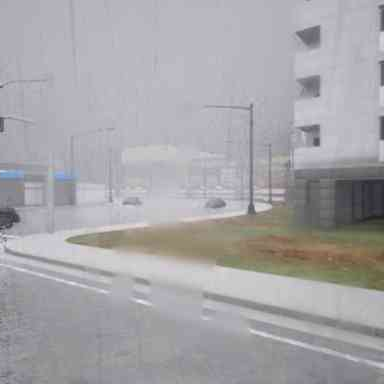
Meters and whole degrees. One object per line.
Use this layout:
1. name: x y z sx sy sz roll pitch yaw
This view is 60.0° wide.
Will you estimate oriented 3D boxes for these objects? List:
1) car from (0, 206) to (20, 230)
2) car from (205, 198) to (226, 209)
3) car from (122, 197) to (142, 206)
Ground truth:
1. car: -12.537 1.165 18.242 2.150 2.045 5.566 0 0 37
2. car: 3.169 1.506 44.136 1.994 1.385 4.181 0 0 18
3. car: -9.298 1.470 51.757 1.994 1.385 4.181 0 0 13
